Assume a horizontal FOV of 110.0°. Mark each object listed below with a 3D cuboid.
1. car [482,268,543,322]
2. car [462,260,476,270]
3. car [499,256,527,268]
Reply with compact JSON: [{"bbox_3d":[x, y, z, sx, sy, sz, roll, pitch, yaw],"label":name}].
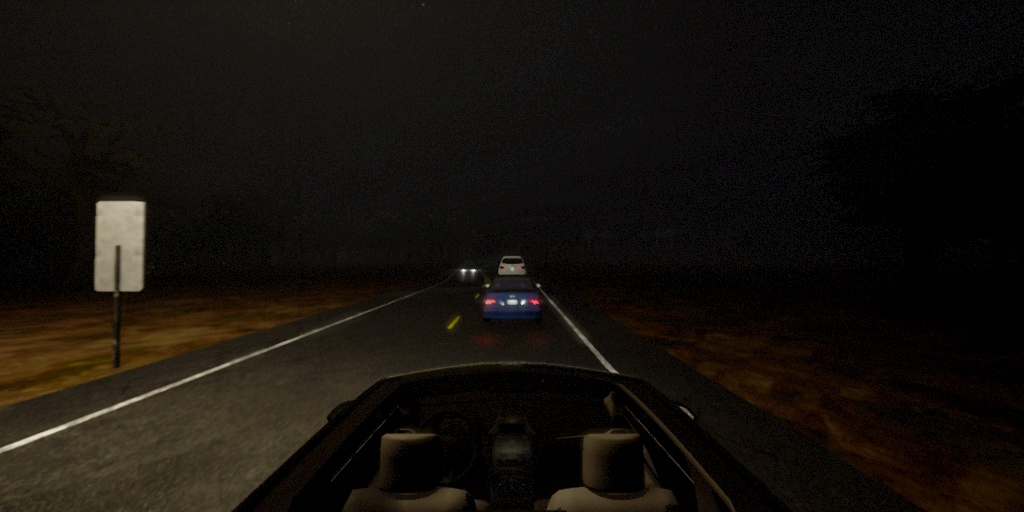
[{"bbox_3d":[0.036,1.320,12.368,2.033,1.411,5.357,0,0,0],"label":"car"},{"bbox_3d":[-6.653,1.331,55.576,1.812,1.442,4.674,0,0,-4],"label":"car"},{"bbox_3d":[0.051,1.031,30.123,2.150,2.045,5.566,0,0,0],"label":"car"}]
